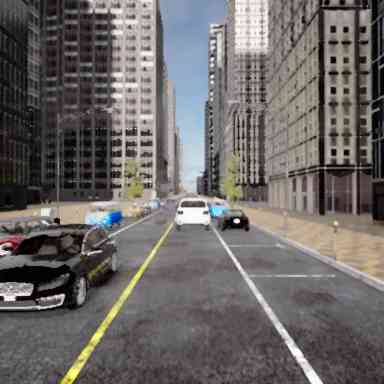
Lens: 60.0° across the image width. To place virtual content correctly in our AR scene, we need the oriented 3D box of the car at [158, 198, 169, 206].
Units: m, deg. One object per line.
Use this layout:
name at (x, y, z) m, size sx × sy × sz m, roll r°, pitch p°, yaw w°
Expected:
car at (-5.756, 2.045, 67.243) m, size 1.967 × 1.590 × 4.097 m, roll 0°, pitch 0°, yaw 0°

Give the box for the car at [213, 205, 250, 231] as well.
car at (2.669, 1.781, 21.904) m, size 1.947 × 1.339 × 4.313 m, roll 0°, pitch -1°, yaw 0°

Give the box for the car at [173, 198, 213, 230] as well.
car at (0.076, 1.448, 22.973) m, size 2.150 × 2.045 × 5.566 m, roll 0°, pitch 0°, yaw 0°

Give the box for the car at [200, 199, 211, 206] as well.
car at (2.624, 2.156, 67.252) m, size 2.008 × 1.369 × 4.403 m, roll 0°, pitch 0°, yaw 0°

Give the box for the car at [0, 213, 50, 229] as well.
car at (-5.700, 1.547, 10.558) m, size 1.967 × 1.590 × 4.097 m, roll 0°, pitch -1°, yaw 0°

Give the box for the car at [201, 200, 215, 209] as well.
car at (2.635, 2.064, 55.914) m, size 2.008 × 1.369 × 4.403 m, roll 0°, pitch 0°, yaw 0°

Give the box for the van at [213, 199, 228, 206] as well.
van at (2.658, 1.659, 33.243) m, size 1.690 × 1.788 × 3.998 m, roll 0°, pitch -1°, yaw 0°

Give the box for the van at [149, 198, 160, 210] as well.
van at (-5.740, 1.808, 50.238) m, size 1.690 × 1.788 × 3.998 m, roll 0°, pitch 0°, yaw 0°

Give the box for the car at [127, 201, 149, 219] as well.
car at (-5.723, 1.842, 33.063) m, size 1.752 × 1.417 × 4.829 m, roll 0°, pitch -1°, yaw 0°

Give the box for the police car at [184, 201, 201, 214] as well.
police car at (0.058, 1.899, 41.776) m, size 2.038 × 1.542 × 4.974 m, roll 0°, pitch 0°, yaw 0°

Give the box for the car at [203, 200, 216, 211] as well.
car at (2.641, 1.993, 50.417) m, size 1.752 × 1.417 × 4.829 m, roll 0°, pitch 0°, yaw 0°

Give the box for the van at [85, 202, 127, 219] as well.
van at (-5.711, 1.556, 21.897) m, size 1.690 × 1.788 × 3.998 m, roll 0°, pitch -1°, yaw 0°

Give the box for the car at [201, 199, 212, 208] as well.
car at (2.629, 2.087, 61.755) m, size 1.752 × 1.417 × 4.829 m, roll 0°, pitch 0°, yaw 0°

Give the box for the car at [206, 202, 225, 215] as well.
car at (2.652, 1.934, 38.909) m, size 1.947 × 1.339 × 4.313 m, roll 0°, pitch 0°, yaw 0°

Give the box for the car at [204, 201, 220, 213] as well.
car at (2.646, 1.983, 44.577) m, size 1.947 × 1.339 × 4.313 m, roll 0°, pitch 0°, yaw 0°

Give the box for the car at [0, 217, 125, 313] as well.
car at (-3.109, 1.587, 8.106) m, size 1.837 × 1.490 × 4.892 m, roll 0°, pitch -1°, yaw 0°

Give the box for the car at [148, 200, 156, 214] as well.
car at (-5.729, 1.919, 38.900) m, size 2.008 × 1.369 × 4.403 m, roll 0°, pitch -1°, yaw 0°

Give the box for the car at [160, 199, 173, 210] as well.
car at (-3.129, 1.816, 49.890) m, size 2.097 × 1.767 × 4.553 m, roll 0°, pitch -1°, yaw 0°
